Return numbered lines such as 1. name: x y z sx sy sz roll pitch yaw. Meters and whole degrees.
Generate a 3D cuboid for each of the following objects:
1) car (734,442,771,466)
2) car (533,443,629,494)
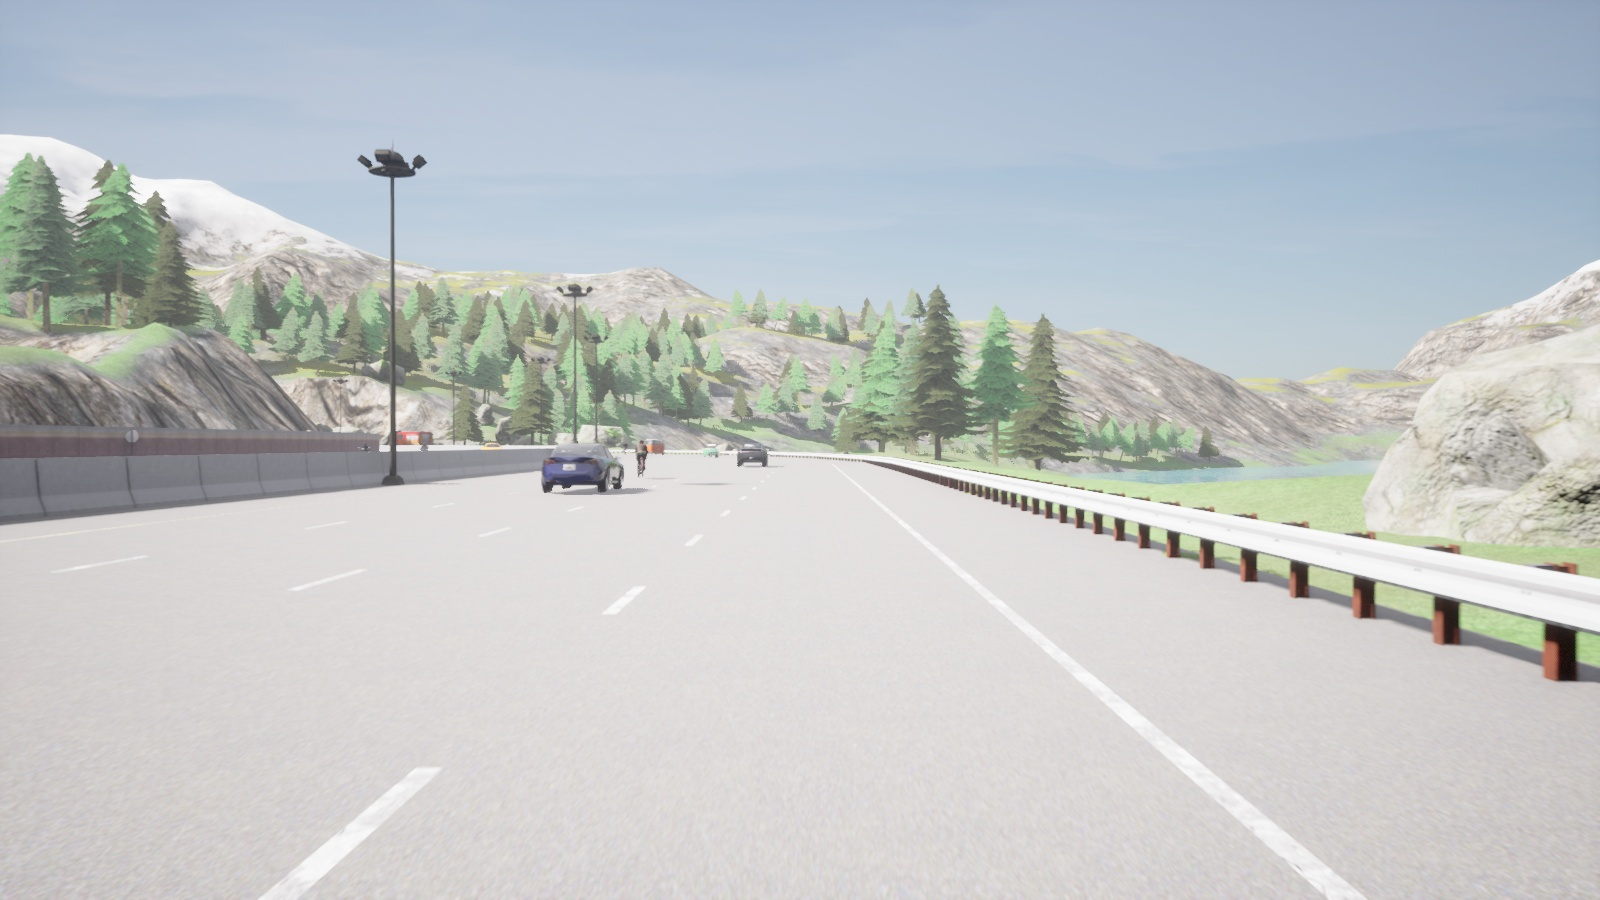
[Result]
1. car: -3.018 0.245 80.867 2.128 1.511 4.902 0 0 0
2. car: -6.758 0.519 39.275 2.163 1.488 4.792 0 0 0
